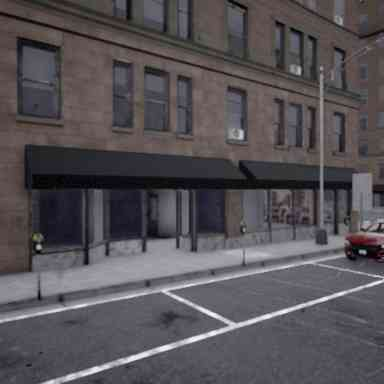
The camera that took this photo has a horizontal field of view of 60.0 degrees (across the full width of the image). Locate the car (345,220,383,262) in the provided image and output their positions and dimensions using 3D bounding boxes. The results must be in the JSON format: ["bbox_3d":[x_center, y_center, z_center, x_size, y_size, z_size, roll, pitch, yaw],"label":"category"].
[{"bbox_3d":[7.119,1.631,11.614,4.507,1.381,1.887,0,-1,-35],"label":"car"}]
